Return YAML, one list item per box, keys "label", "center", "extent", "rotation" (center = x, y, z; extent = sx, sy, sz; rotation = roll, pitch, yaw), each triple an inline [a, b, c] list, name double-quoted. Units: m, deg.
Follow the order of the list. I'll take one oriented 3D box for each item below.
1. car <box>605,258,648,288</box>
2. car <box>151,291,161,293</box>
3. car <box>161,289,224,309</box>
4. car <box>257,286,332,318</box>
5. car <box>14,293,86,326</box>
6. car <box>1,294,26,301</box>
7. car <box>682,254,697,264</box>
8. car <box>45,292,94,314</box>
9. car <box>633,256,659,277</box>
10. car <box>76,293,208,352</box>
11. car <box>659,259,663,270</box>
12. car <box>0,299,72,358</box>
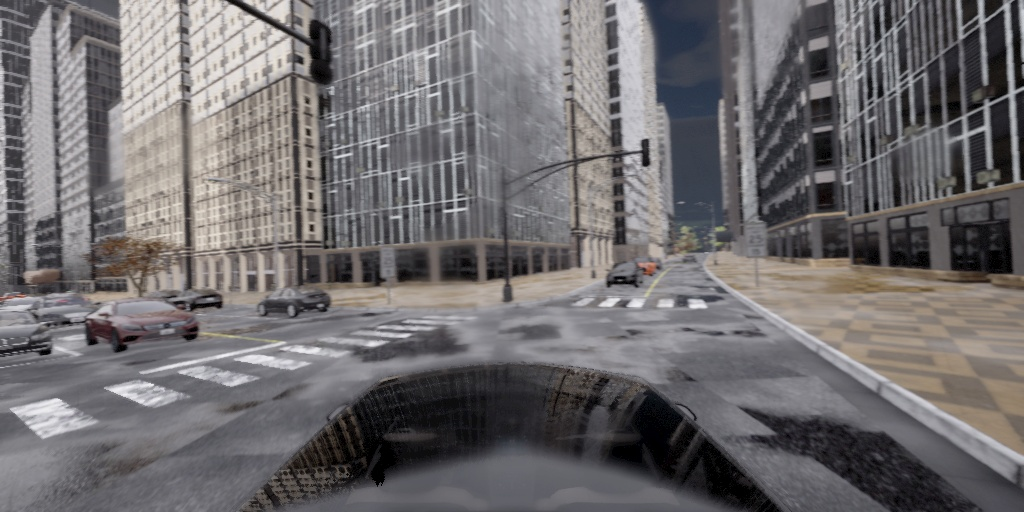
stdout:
- label: "car"
  center: [7.032, 1.088, 22.234]
  extent: [1.837, 1.490, 4.892]
  rotation: [-3, 0, 25]
- label: "car"
  center: [-25.235, 3.151, 25.971]
  extent: [4.313, 1.339, 1.948]
  rotation: [0, 0, 30]
- label: "car"
  center: [-20.370, 2.827, 23.165]
  extent: [4.313, 1.339, 1.948]
  rotation: [0, 0, 30]
- label: "car"
  center: [-10.641, 2.166, 17.552]
  extent: [4.403, 1.370, 2.007]
  rotation: [0, 0, 30]
- label: "car"
  center: [-21.151, 2.667, 16.924]
  extent: [4.902, 1.511, 2.128]
  rotation: [-4, -1, 30]
- label: "car"
  center: [-29.883, 3.283, 21.972]
  extent: [4.674, 1.442, 1.812]
  rotation: [-4, -1, 30]
- label: "car"
  center: [28.005, 0.361, 56.489]
  extent: [2.128, 1.511, 4.902]
  rotation: [-3, 0, 29]
- label: "car"
  center: [-35.996, 3.766, 29.117]
  extent: [4.674, 1.442, 1.812]
  rotation: [-4, -1, 31]
- label: "car"
  center: [11.139, 0.812, 30.917]
  extent: [2.097, 1.767, 4.553]
  rotation: [-3, 0, 26]
- label: "car"
  center: [-12.199, 2.108, 11.759]
  extent: [4.674, 1.442, 1.812]
  rotation: [-4, -1, 30]
- label: "car"
  center: [15.861, 0.859, 40.400]
  extent: [2.033, 1.411, 5.357]
  rotation: [-3, 0, 27]
- label: "car"
  center: [-14.824, 2.248, 10.290]
  extent: [4.403, 1.370, 2.007]
  rotation: [0, 0, 30]
